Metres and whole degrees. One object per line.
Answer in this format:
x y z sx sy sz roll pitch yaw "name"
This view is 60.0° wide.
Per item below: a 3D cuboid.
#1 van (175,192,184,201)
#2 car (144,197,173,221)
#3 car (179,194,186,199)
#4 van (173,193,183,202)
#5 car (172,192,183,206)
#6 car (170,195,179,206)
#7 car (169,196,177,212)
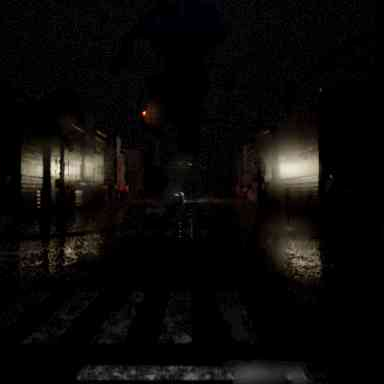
-2.685 0.991 70.401 1.690 1.788 3.998 0 0 0 "van"
-2.651 1.371 25.390 1.752 1.417 4.829 0 0 0 "car"
-2.704 1.143 92.824 1.947 1.339 4.313 0 0 0 "car"
-2.681 1.011 64.796 1.690 1.788 3.998 0 0 0 "van"
-2.668 1.177 47.980 1.967 1.590 4.097 0 0 0 "car"
-2.660 1.369 36.770 1.802 1.307 4.206 0 0 0 "car"
-2.655 1.360 31.165 1.887 1.381 4.507 0 0 0 "car"
